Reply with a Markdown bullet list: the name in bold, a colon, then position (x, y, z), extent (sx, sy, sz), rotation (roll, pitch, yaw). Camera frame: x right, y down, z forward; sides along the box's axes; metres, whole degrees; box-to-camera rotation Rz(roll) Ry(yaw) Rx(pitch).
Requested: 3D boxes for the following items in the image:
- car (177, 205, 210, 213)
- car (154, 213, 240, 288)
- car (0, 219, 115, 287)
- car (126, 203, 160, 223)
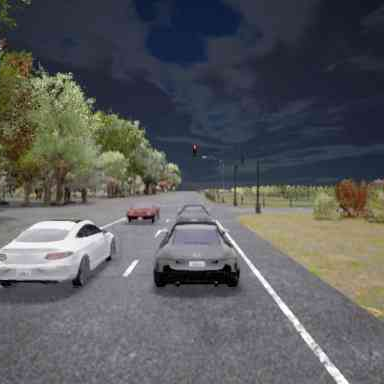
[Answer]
- **car**: position (0.100, 1.426, 18.965), extent (1.994, 1.385, 4.181), rotation (0, 0, 0)
- **car**: position (0.099, 1.496, 9.098), extent (1.994, 1.385, 4.181), rotation (0, 0, 0)
- **car**: position (-3.405, 1.459, 9.013), extent (1.812, 1.442, 4.674), rotation (0, 0, 0)
- **car**: position (-3.397, 1.425, 24.065), extent (1.895, 1.301, 4.718), rotation (0, 0, 0)
